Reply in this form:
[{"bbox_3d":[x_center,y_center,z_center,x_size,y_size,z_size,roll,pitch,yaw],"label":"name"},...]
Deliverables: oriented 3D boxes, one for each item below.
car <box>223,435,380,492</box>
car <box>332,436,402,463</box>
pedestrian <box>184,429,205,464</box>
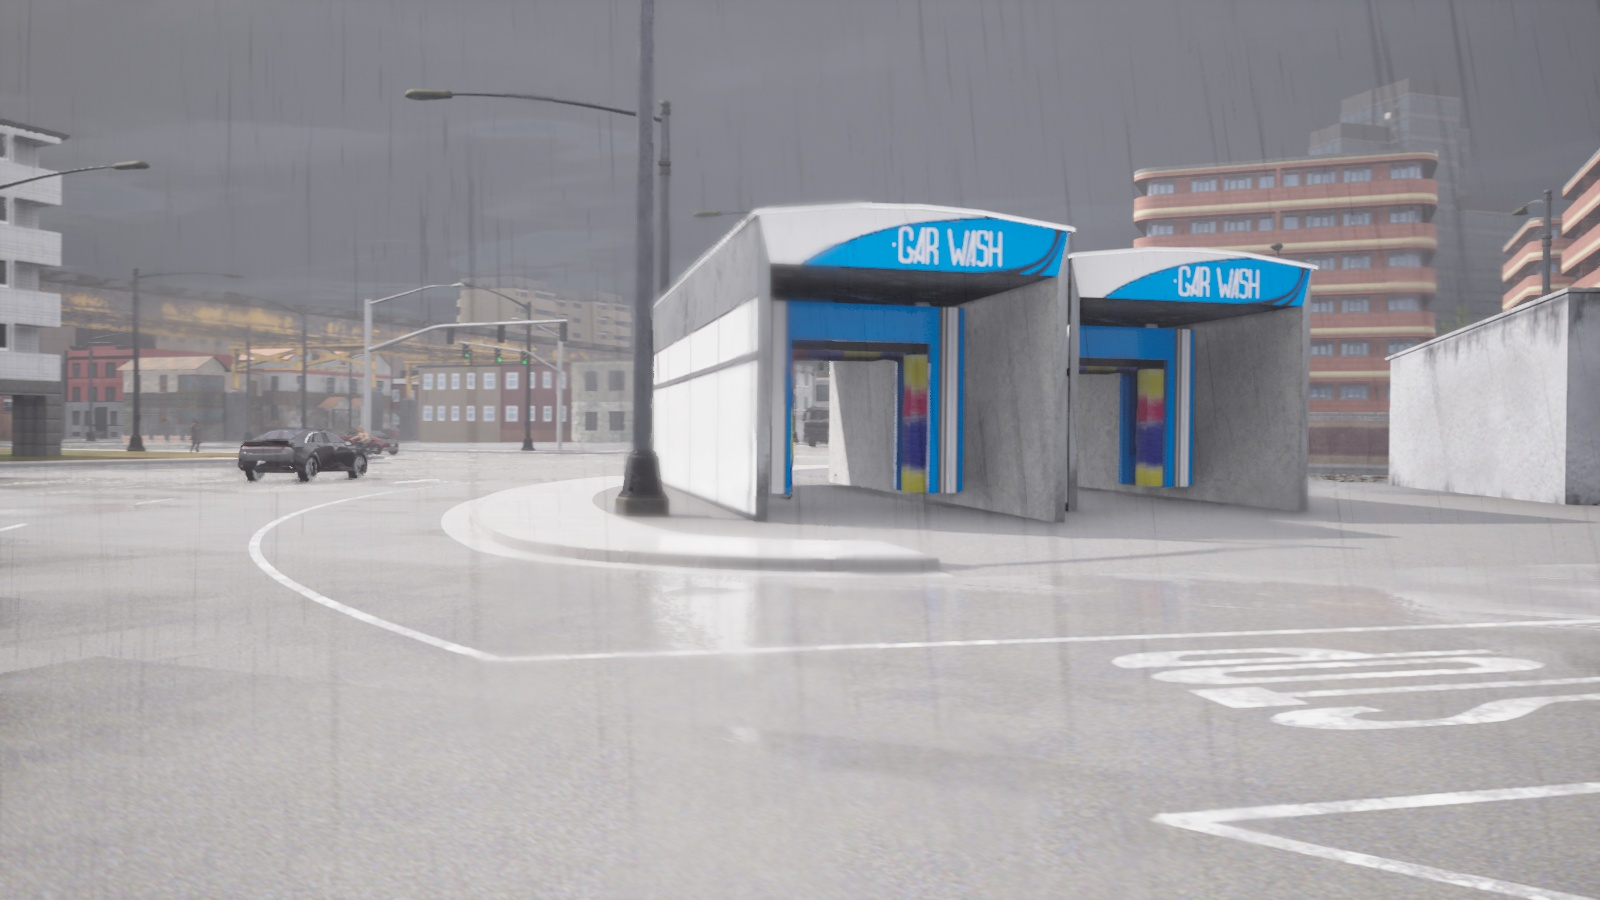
[{"bbox_3d":[-14.338,0.347,36.498,2.128,1.511,4.902,0,1,7],"label":"car"},{"bbox_3d":[-25.974,-0.022,75.324,3.705,1.549,1.789,0,1,22],"label":"car"},{"bbox_3d":[-33.848,-0.217,70.202,0.873,1.952,0.659,0,1,32],"label":"pedestrian"}]
